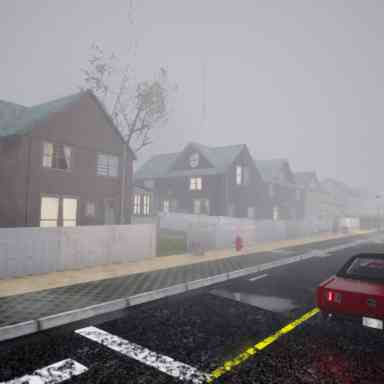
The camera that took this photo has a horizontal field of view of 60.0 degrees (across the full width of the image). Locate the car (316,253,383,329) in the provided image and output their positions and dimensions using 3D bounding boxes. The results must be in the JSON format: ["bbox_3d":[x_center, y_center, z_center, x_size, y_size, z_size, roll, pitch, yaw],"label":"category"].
[{"bbox_3d":[4.393,1.989,7.200,1.895,1.301,4.718,-1,-4,39],"label":"car"}]
